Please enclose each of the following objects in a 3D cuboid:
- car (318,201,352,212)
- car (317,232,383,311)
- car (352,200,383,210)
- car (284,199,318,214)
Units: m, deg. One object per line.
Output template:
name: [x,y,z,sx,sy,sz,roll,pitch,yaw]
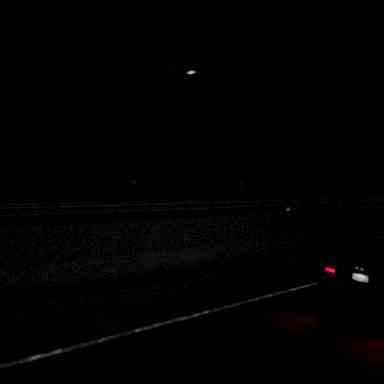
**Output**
car: [14.074,1.493,30.737,4.181,1.385,1.994,-1,0,-34]
car: [4.998,1.545,7.259,5.357,1.411,2.033,0,0,-35]
car: [15.856,1.411,27.719,5.008,1.535,1.882,-1,0,-34]
car: [11.173,1.426,32.999,4.902,1.511,2.128,-1,0,-34]
